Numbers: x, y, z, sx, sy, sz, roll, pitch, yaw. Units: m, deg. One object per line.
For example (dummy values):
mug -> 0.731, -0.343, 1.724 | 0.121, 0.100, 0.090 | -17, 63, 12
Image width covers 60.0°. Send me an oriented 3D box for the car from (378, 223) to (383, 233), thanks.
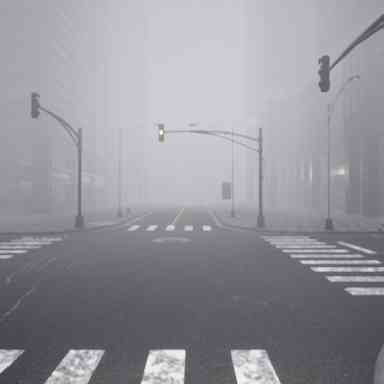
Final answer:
car -> 11.756, 1.545, 16.241 | 4.829, 1.417, 1.752 | 0, -1, 0
